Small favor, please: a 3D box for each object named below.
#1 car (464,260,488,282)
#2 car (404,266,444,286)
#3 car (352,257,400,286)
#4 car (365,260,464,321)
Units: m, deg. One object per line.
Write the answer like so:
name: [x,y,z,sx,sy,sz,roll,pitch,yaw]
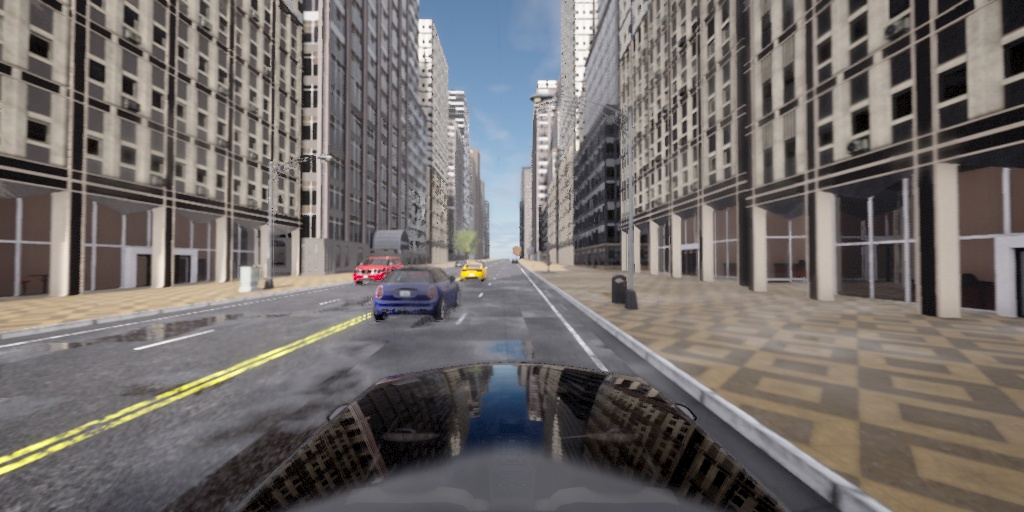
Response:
car: [-3.161,1.325,30.528,1.882,1.535,5.008,0,0,0]
car: [-6.606,1.439,27.507,1.895,1.301,4.718,0,0,0]
car: [-9.857,1.058,26.922,2.150,2.045,5.566,0,0,0]
car: [-3.158,1.139,12.744,2.097,1.767,4.553,0,0,0]
